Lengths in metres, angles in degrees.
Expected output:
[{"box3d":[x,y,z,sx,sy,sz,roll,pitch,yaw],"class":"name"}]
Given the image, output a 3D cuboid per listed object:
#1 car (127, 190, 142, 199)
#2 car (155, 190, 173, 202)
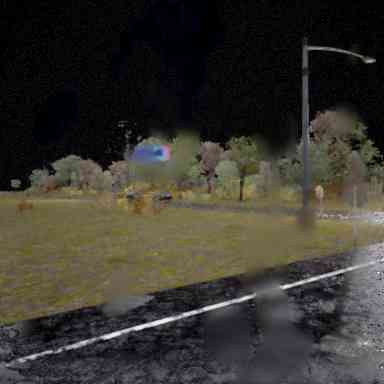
[{"box3d":[-10.873,0.694,64.915,2.150,2.045,5.566,-1,1,-34],"class":"car"},{"box3d":[-5.352,0.716,56.732,2.150,2.045,5.566,-1,1,-33],"class":"car"}]
